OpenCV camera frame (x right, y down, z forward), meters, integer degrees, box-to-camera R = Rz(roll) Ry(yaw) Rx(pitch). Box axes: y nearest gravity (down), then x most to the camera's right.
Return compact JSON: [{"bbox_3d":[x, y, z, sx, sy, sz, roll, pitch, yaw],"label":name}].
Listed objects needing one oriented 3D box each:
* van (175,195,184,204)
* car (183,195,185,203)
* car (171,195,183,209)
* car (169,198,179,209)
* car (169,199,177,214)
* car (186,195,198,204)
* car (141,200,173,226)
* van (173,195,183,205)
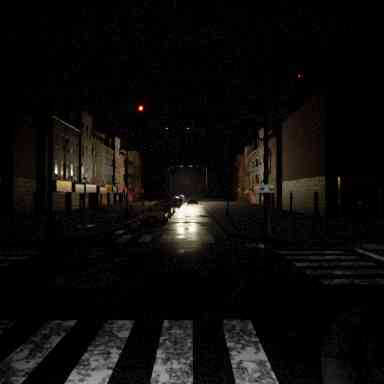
[{"bbox_3d":[-2.581,1.463,68.880,1.690,1.788,3.998,0,0,0],"label":"van"},{"bbox_3d":[-2.594,1.514,52.063,1.967,1.590,4.097,0,0,0],"label":"car"},{"bbox_3d":[-2.599,1.500,46.458,1.967,1.590,4.097,0,0,0],"label":"car"},{"bbox_3d":[-2.608,1.617,35.247,1.802,1.307,4.206,0,0,0],"label":"car"},{"bbox_3d":[-2.612,1.570,29.642,1.887,1.381,4.507,0,0,0],"label":"car"},{"bbox_3d":[0.148,1.708,63.901,1.895,1.301,4.718,0,0,0],"label":"car"},{"bbox_3d":[-2.616,1.542,23.867,1.752,1.417,4.829,0,0,0],"label":"car"},{"bbox_3d":[-2.585,1.446,63.275,1.690,1.788,3.998,0,0,0],"label":"van"}]
